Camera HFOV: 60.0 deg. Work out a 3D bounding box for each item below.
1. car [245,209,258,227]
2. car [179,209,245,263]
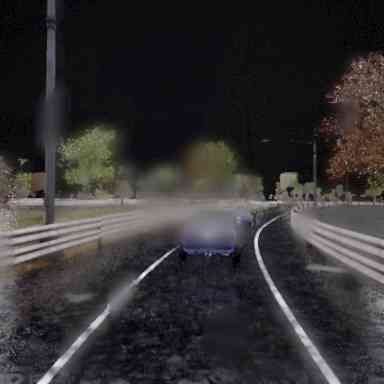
[{"bbox_3d":[4.239,2.044,27.396,1.994,1.385,4.181,0,-1,18],"label":"car"},{"bbox_3d":[0.878,1.546,13.052,2.097,1.767,4.553,0,-1,9],"label":"car"}]
